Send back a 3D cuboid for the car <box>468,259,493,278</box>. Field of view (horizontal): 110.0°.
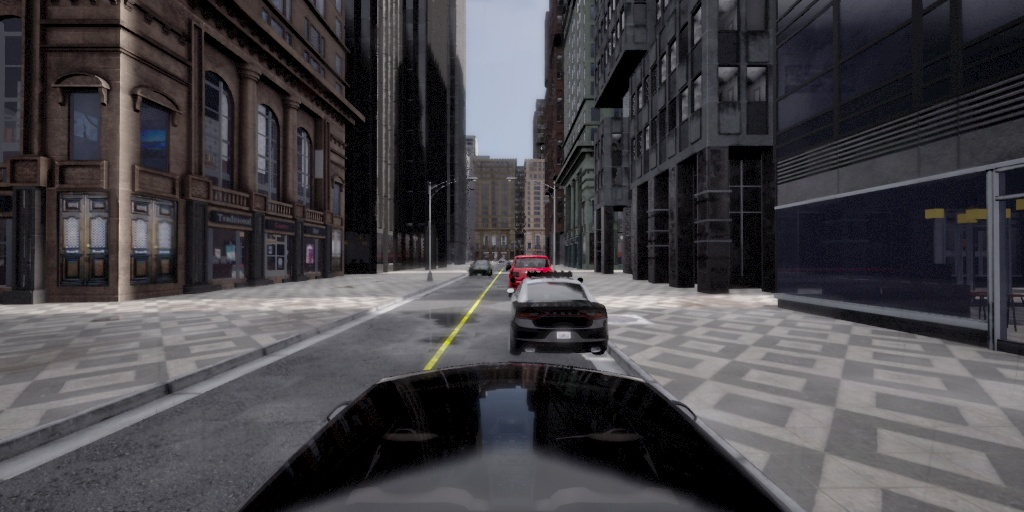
[{"bbox_3d":[-2.963,1.136,34.727,2.097,1.767,4.553,0,0,0],"label":"car"}]

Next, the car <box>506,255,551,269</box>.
[{"bbox_3d":[0.919,0.985,18.765,2.150,2.045,5.566,0,0,0],"label":"car"}]

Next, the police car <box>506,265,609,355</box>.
[{"bbox_3d":[0.906,1.179,8.844,1.930,1.638,5.238,0,0,0],"label":"police car"}]

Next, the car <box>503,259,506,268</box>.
[{"bbox_3d":[0.103,1.414,48.548,1.895,1.301,4.718,0,0,1],"label":"car"}]
